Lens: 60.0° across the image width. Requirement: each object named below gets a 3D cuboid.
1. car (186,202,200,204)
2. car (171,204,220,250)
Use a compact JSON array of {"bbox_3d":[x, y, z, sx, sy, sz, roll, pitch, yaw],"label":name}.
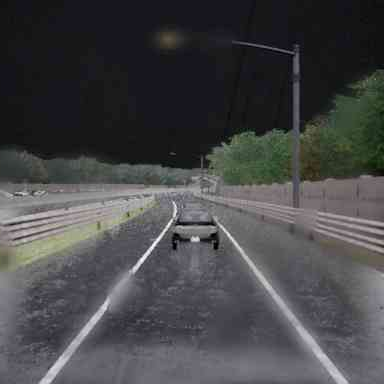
[{"bbox_3d":[0.087,1.561,29.401,2.033,1.411,5.357,0,0,-1],"label":"car"},{"bbox_3d":[0.146,1.495,14.322,2.128,1.511,4.902,0,0,1],"label":"car"}]
